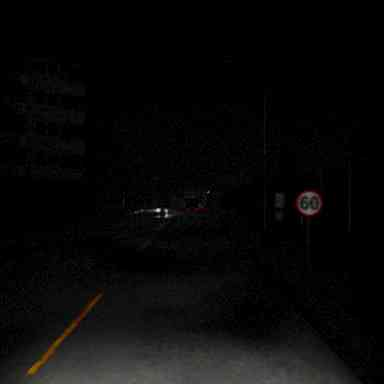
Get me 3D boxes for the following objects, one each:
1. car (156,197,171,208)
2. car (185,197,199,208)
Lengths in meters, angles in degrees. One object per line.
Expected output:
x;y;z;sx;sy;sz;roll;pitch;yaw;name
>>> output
-4.010;1.548;47.908;2.128;1.511;4.902;0;0;0;car
0.008;1.543;48.960;2.128;1.511;4.902;0;-1;1;car
